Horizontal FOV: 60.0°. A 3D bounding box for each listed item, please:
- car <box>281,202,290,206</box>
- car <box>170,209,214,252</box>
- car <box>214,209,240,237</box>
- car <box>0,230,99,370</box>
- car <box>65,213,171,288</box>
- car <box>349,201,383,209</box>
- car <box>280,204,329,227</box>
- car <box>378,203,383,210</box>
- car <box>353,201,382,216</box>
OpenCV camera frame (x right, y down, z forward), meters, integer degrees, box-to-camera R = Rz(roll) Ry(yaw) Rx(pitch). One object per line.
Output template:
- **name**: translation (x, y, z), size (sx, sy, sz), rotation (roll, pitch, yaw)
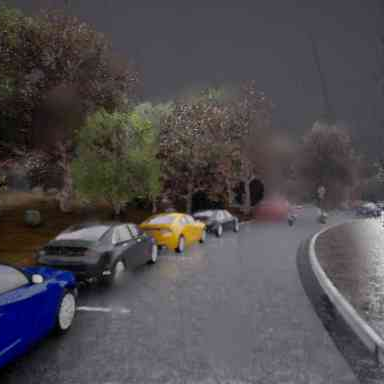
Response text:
- **car**: translation (11.670, 2.013, 34.254), size (2.097, 1.535, 5.008), rotation (-2, -2, 44)
- **car**: translation (-0.828, 1.682, 14.945), size (2.097, 1.535, 5.008), rotation (-1, -1, 19)
- **car**: translation (1.408, 1.789, 20.231), size (2.231, 1.521, 4.892), rotation (-1, -2, 27)
- **car**: translation (-3.088, 1.486, 3.936), size (2.097, 1.535, 5.008), rotation (0, -2, 5)
- **car**: translation (-2.375, 1.562, 9.569), size (2.231, 1.521, 4.892), rotation (0, -1, 11)
- **car**: translation (34.139, 2.721, 66.159), size (5.566, 2.045, 2.435), rotation (-2, -3, 25)
- **car**: translation (8.997, 1.878, 25.728), size (2.033, 1.411, 5.357), rotation (-2, -2, 37)
- **car**: translation (46.727, 3.360, 78.519), size (4.892, 1.521, 2.231), rotation (-2, -3, 25)
- **car**: translation (20.295, 2.006, 38.430), size (1.812, 1.442, 4.674), rotation (-2, -2, 35)
